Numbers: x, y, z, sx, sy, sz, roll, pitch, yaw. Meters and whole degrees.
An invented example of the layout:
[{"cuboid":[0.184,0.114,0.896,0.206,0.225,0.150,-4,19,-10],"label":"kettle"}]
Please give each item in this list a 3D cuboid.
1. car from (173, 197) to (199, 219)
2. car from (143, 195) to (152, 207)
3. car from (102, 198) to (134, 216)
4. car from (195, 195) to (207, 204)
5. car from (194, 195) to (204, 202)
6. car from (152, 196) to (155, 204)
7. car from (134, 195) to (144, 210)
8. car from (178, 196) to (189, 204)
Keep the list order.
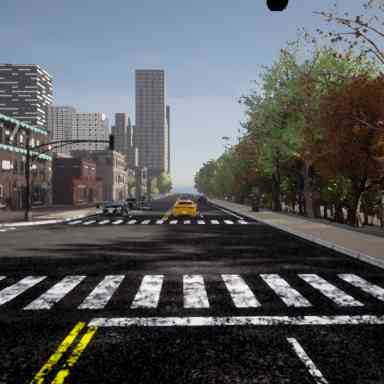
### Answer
[{"cuboid":[-0.605,1.469,29.509,1.882,1.535,5.008,0,0,0],"label":"car"},{"cuboid":[-7.834,1.333,51.717,2.097,1.767,4.553,0,0,-1],"label":"car"},{"cuboid":[-7.375,1.481,32.464,2.128,1.511,4.902,0,0,-1],"label":"car"},{"cuboid":[1.835,1.454,62.902,1.882,1.535,5.008,0,0,-1],"label":"car"},{"cuboid":[1.490,1.471,73.008,1.837,1.490,4.892,0,0,-1],"label":"car"},{"cuboid":[-8.041,1.468,61.980,2.128,1.511,4.902,0,0,-1],"label":"car"},{"cuboid":[-7.600,1.490,42.023,1.837,1.490,4.892,0,0,-1],"label":"car"},{"cuboid":[-1.516,1.540,62.749,1.994,1.385,4.181,0,0,-1],"label":"car"}]
